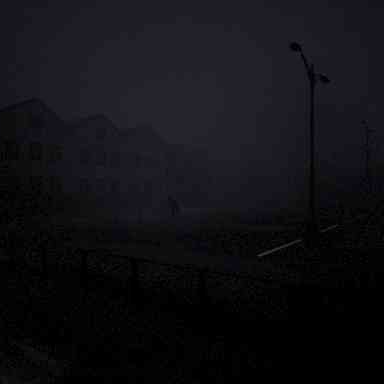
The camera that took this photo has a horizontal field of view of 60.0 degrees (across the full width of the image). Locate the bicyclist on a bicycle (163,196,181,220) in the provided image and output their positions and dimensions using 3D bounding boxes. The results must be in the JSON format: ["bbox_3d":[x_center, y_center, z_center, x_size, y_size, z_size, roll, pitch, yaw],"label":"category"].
[{"bbox_3d":[-1.393,1.109,23.058,1.656,1.620,0.582,0,0,35],"label":"bicyclist on a bicycle"}]

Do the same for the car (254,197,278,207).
[{"bbox_3d":[10.442,1.356,46.685,2.033,1.411,5.357,0,0,32],"label":"car"}]

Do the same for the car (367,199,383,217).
[{"bbox_3d":[15.429,1.298,26.810,2.007,1.523,4.514,0,0,35],"label":"car"}]
